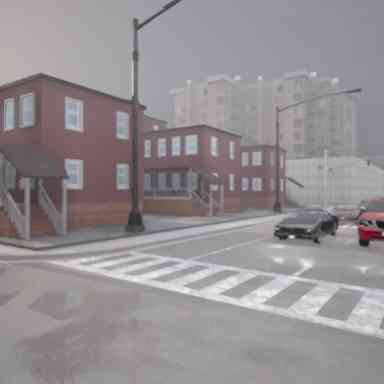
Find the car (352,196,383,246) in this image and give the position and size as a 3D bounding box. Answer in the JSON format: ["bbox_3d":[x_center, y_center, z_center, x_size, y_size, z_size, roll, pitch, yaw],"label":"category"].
[{"bbox_3d":[8.868,1.219,14.659,2.150,2.045,5.566,0,0,35],"label":"car"}]

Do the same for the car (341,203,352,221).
[{"bbox_3d":[11.506,1.515,24.366,1.812,1.442,4.674,0,0,35],"label":"car"}]

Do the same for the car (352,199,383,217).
[{"bbox_3d":[17.274,1.481,32.434,2.128,1.511,4.902,0,0,36],"label":"car"}]

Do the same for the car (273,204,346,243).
[{"bbox_3d":[5.785,1.537,16.368,2.033,1.411,5.357,0,0,35],"label":"car"}]
